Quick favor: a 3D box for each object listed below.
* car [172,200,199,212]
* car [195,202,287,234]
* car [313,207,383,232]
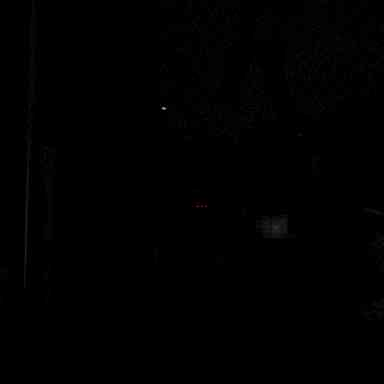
[{"bbox_3d":[-0.292,1.652,40.351,2.033,1.411,5.357,2,0,-36],"label":"car"},{"bbox_3d":[2.742,1.503,18.988,2.033,1.411,5.357,2,-1,-36],"label":"car"},{"bbox_3d":[9.809,1.625,20.615,1.812,1.442,4.674,2,-1,-35],"label":"car"}]
